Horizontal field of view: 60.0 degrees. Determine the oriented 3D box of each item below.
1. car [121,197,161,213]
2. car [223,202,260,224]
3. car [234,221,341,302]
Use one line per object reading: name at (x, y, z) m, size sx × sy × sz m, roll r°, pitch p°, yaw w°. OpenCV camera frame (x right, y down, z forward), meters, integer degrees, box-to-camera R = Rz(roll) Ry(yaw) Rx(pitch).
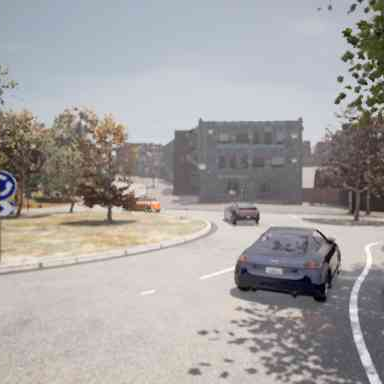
car at (-5.841, 1.382, 37.736) m, size 4.553 × 1.767 × 2.097 m, roll 0°, pitch 0°, yaw 31°
car at (3.518, 1.473, 24.403) m, size 2.128 × 1.511 × 4.902 m, roll 0°, pitch 0°, yaw -5°
car at (2.606, 1.568, 8.524) m, size 1.994 × 1.385 × 4.181 m, roll 0°, pitch 0°, yaw 28°
